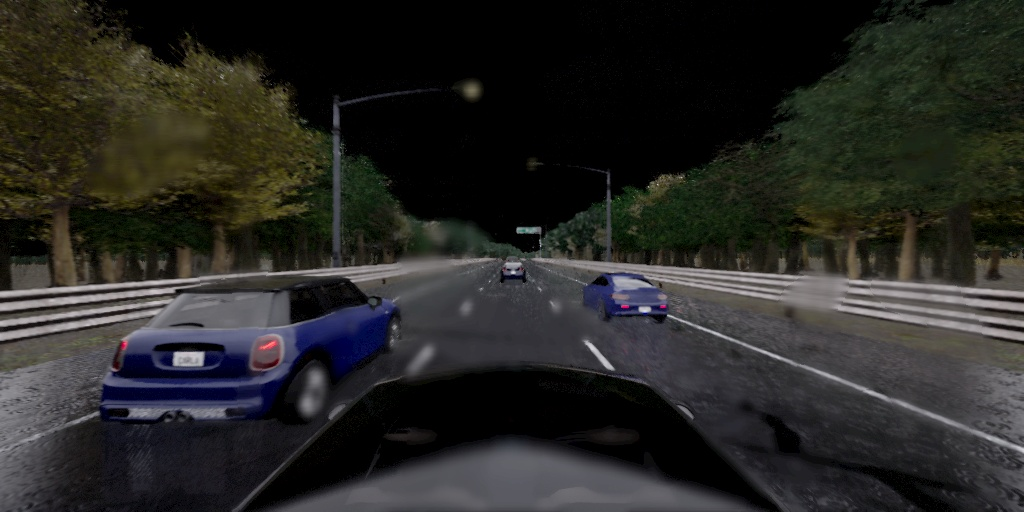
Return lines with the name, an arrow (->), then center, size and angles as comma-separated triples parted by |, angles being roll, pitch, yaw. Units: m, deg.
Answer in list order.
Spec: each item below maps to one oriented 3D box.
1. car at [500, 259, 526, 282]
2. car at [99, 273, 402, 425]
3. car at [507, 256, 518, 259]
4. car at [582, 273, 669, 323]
car -> 0.097, 1.263, 29.235 | 2.163, 1.488, 4.792 | 0, 0, 0
car -> -3.399, 1.103, 5.893 | 2.097, 1.767, 4.553 | 0, 0, 0
car -> 0.088, 0.994, 59.605 | 2.150, 2.045, 5.566 | 0, 0, 0
car -> 3.601, 1.280, 12.016 | 1.812, 1.442, 4.674 | 0, 0, 0
